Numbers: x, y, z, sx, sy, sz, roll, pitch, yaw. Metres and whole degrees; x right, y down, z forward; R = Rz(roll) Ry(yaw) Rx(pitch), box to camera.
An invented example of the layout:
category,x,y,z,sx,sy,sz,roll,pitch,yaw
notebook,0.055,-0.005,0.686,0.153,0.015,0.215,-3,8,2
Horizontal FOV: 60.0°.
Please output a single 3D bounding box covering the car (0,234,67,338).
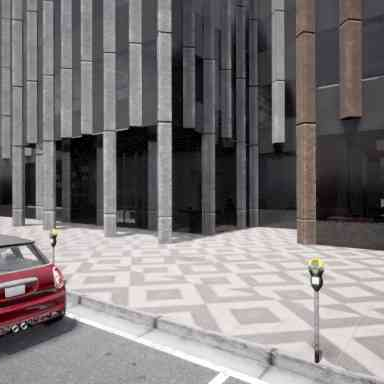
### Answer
category,x,y,z,sx,sy,sz,roll,pitch,yaw
car,-4.103,1.441,5.881,4.097,1.590,1.967,0,0,35
